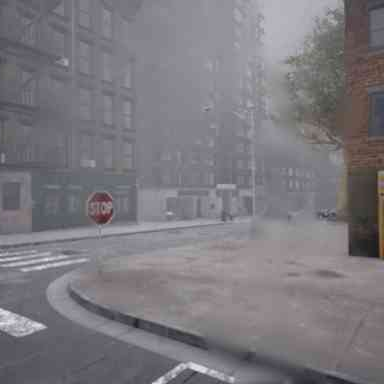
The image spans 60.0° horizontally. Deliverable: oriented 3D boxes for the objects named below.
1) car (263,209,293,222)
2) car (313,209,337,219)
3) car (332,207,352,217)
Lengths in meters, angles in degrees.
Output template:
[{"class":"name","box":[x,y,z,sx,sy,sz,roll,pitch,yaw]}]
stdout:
[{"class":"car","box":[9.562,2.551,36.924,2.033,1.411,5.357,-1,-2,36]},{"class":"car","box":[17.084,2.776,42.436,1.895,1.301,4.718,-1,-2,36]},{"class":"car","box":[22.950,2.960,50.682,1.994,1.385,4.181,-1,-2,36]}]
